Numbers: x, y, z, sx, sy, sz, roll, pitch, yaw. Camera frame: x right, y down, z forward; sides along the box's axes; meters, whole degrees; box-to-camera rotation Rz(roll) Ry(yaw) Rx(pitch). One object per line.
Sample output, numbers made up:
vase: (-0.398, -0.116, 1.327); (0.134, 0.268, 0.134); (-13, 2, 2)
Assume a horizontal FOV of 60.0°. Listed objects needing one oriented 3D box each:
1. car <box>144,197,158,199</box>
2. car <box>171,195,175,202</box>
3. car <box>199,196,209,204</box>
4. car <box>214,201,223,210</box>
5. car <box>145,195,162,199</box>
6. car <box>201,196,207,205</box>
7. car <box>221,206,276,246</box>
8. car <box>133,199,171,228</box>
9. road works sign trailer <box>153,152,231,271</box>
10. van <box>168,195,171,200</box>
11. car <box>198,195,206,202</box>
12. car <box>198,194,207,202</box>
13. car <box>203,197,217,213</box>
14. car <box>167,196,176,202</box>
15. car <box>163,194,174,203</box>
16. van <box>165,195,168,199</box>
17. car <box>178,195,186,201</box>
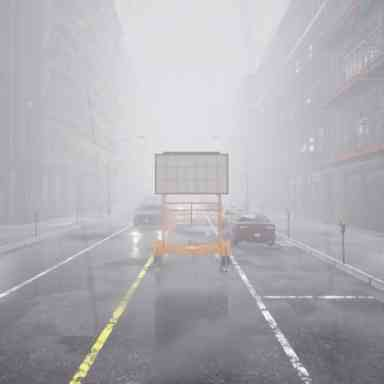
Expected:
car: (-5.299, 1.592, 37.328); (1.752, 1.417, 4.829); (2, 0, 0)
car: (-5.299, 1.499, 70.682); (2.192, 1.841, 5.009); (1, 0, 0)
car: (2.586, 1.624, 70.622); (1.967, 1.590, 4.097); (1, 0, 0)
car: (2.583, 1.553, 21.016); (1.752, 1.417, 4.829); (1, 0, 0)
car: (-5.294, 1.397, 43.030); (2.192, 1.841, 5.009); (2, 0, 0)
car: (2.579, 1.633, 42.968); (2.008, 1.369, 4.403); (1, 0, 0)
car: (2.584, 1.563, 15.314); (1.887, 1.381, 4.507); (1, 0, 0)
car: (-2.752, 1.509, 22.730); (1.882, 1.535, 5.008); (0, 0, 0)
road works sign trailer: (-0.013, 0.475, 10.984); (2.380, 3.560, 2.880); (0, 0, 0)
van: (-5.298, 1.479, 59.621); (1.690, 1.788, 3.998); (1, 0, 0)
car: (2.578, 1.682, 59.560); (1.887, 1.381, 4.507); (1, 0, 0)
car: (2.545, 1.549, 81.684); (2.192, 1.841, 5.009); (1, 0, 0)
car: (2.580, 1.612, 37.436); (1.887, 1.381, 4.507); (1, 0, 0)
car: (-5.308, 1.828, 87.273); (1.947, 1.339, 4.313); (1, 0, 0)
car: (-5.300, 1.524, 76.211); (2.192, 1.841, 5.009); (1, 0, 0)
van: (-5.297, 1.458, 54.089); (1.690, 1.788, 3.998); (2, 0, 0)
car: (-2.761, 1.633, 90.929); (2.097, 1.767, 4.553); (0, 0, 0)
